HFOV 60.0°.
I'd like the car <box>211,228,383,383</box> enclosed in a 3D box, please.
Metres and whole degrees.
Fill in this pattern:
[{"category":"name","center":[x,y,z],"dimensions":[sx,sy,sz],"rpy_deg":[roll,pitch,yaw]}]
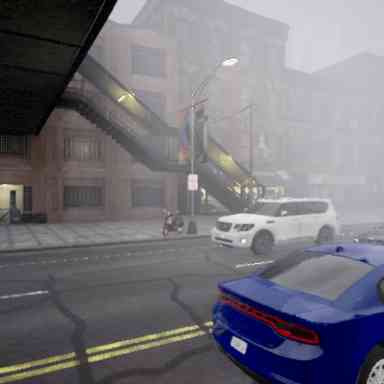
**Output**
[{"category":"car","center":[2.658,1.491,4.762],"dimensions":[5.008,1.535,1.882],"rpy_deg":[0,0,-29]}]

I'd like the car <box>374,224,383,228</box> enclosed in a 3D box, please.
[{"category":"car","center":[8.220,1.580,12.108],"dimensions":[5.357,1.411,2.033],"rpy_deg":[0,0,-29]}]

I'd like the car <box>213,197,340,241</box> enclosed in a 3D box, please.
[{"category":"car","center":[3.535,1.256,13.499],"dimensions":[5.566,2.045,2.150],"rpy_deg":[0,0,-29]}]
